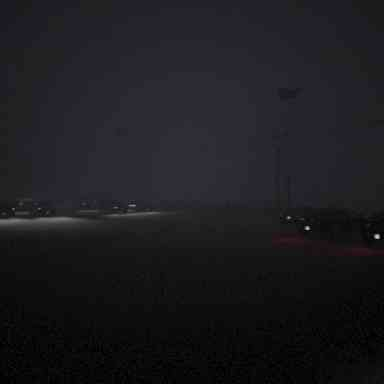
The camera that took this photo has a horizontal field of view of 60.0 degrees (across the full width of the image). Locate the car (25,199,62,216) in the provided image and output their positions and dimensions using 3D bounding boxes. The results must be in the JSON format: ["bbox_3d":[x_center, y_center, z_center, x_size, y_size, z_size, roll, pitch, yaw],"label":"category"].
[{"bbox_3d":[-14.673,1.612,32.709,1.895,1.301,4.718,0,0,-36],"label":"car"}]

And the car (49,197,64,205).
[{"bbox_3d":[-23.583,1.570,57.090,2.033,1.411,5.357,0,0,-35],"label":"car"}]

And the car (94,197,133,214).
[{"bbox_3d":[-8.657,1.529,36.343,1.837,1.490,4.892,0,0,-36],"label":"car"}]

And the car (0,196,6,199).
[{"bbox_3d":[-23.160,1.509,38.476,1.837,1.490,4.892,0,0,-36],"label":"car"}]

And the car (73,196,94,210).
[{"bbox_3d":[-14.049,1.375,43.806,2.097,1.767,4.553,0,0,-36],"label":"car"}]

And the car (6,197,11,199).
[{"bbox_3d":[-26.144,1.501,48.602,2.128,1.511,4.902,0,0,-36],"label":"car"}]

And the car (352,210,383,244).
[{"bbox_3d":[9.404,1.534,14.751,4.892,1.490,1.837,0,0,-36],"label":"car"}]

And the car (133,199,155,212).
[{"bbox_3d":[-6.406,1.578,39.211,2.033,1.411,5.357,0,0,-36],"label":"car"}]

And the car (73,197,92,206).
[{"bbox_3d":[-18.487,1.555,55.982,1.812,1.442,4.674,0,0,-35],"label":"car"}]

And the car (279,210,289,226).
[{"bbox_3d":[7.746,1.598,22.167,4.181,1.385,1.994,0,0,-36],"label":"car"}]

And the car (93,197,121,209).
[{"bbox_3d":[-12.055,1.521,47.038,2.128,1.511,4.902,0,0,-36],"label":"car"}]

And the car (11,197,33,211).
[{"bbox_3d":[-19.979,1.362,40.052,2.097,1.767,4.553,0,0,-36],"label":"car"}]

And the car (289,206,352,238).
[{"bbox_3d":[7.664,1.535,17.810,4.892,1.490,1.837,0,0,-36],"label":"car"}]

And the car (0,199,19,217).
[{"bbox_3d":[-17.735,1.605,30.968,1.895,1.301,4.718,0,0,-36],"label":"car"}]

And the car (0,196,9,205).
[{"bbox_3d":[-34.406,1.468,60.146,1.837,1.490,4.892,0,0,-36],"label":"car"}]
